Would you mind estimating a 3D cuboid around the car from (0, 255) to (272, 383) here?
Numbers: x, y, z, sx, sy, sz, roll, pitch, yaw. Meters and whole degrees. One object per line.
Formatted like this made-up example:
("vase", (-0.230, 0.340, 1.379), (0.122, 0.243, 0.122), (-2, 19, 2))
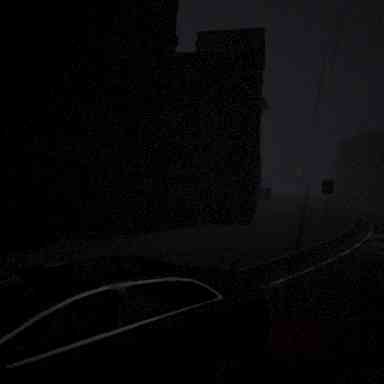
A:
("car", (-1.262, 1.506, 3.303), (4.902, 1.511, 2.128), (0, 0, -39))
